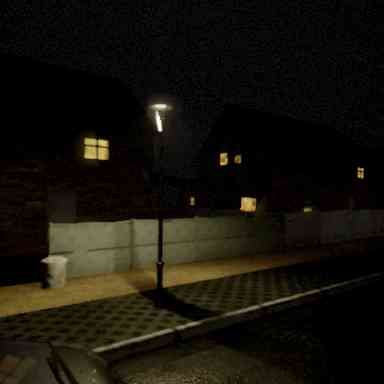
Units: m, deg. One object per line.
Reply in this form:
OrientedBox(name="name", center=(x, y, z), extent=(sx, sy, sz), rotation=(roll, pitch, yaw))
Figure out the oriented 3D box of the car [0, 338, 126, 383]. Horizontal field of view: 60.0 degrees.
OrientedBox(name="car", center=(-2.191, 1.552, 1.386), extent=(4.181, 1.385, 1.994), rotation=(1, 0, -35))
